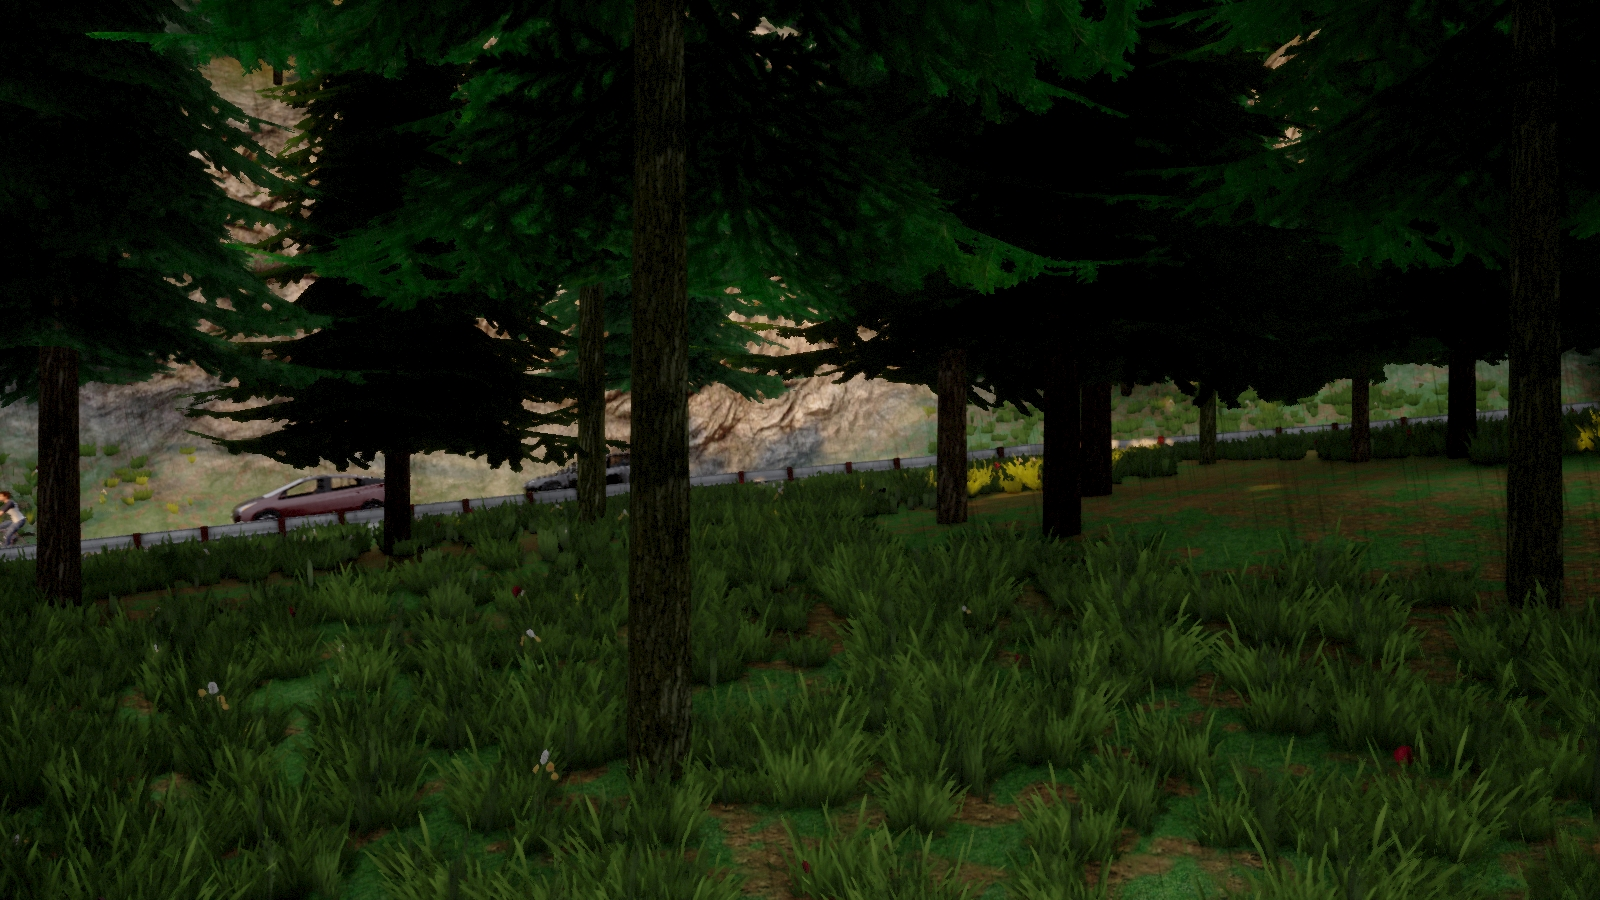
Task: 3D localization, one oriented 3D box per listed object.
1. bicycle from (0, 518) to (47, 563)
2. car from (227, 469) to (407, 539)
[{"bbox_3d":[-20.376,2.353,29.337,1.643,1.024,0.373,-6,3,-34],"label":"bicycle"},{"bbox_3d":[-14.107,1.513,33.458,4.514,1.525,2.007,-5,3,-31],"label":"car"}]
